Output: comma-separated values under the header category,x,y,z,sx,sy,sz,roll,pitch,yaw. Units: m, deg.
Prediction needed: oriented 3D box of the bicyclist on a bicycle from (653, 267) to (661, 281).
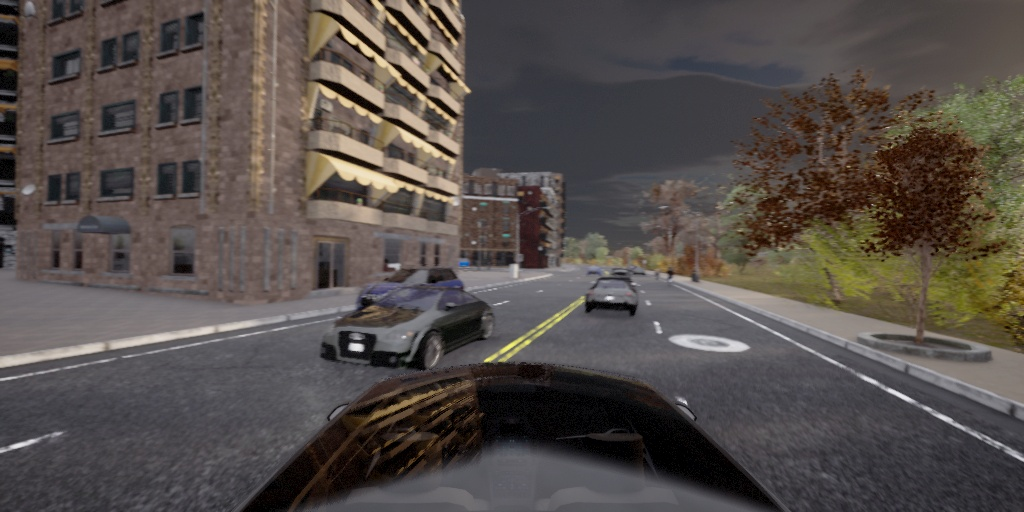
category,x,y,z,sx,sy,sz,roll,pitch,yaw
bicyclist on a bicycle,16.468,2.026,40.670,0.866,1.612,1.509,1,-1,17

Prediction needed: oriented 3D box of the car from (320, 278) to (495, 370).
category,x,y,z,sx,sy,sz,roll,pitch,yaw
car,-1.914,1.357,7.801,1.994,1.385,4.181,1,-1,19

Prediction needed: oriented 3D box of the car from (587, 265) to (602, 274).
category,x,y,z,sx,sy,sz,roll,pitch,yaw
car,11.523,2.013,50.091,1.882,1.535,5.008,1,-1,16

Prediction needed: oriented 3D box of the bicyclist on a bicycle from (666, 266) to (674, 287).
category,x,y,z,sx,sy,sz,roll,pitch,yaw
bicyclist on a bicycle,13.462,1.770,30.555,0.659,1.776,1.843,1,-1,17

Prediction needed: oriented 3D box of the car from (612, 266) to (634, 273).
category,x,y,z,sx,sy,sz,roll,pitch,yaw
car,9.920,1.865,32.810,1.837,1.490,4.892,1,-1,17

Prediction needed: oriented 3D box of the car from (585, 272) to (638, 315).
category,x,y,z,sx,sy,sz,roll,pitch,yaw
car,4.298,1.581,15.310,1.994,1.385,4.181,1,-1,19

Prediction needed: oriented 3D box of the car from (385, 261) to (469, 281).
category,x,y,z,sx,sy,sz,roll,pitch,yaw
car,-3.486,1.185,13.190,2.097,1.767,4.553,1,-1,19

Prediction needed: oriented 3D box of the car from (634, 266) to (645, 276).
category,x,y,z,sx,sy,sz,roll,pitch,yaw
car,20.700,2.471,58.844,1.994,1.385,4.181,1,-1,15
